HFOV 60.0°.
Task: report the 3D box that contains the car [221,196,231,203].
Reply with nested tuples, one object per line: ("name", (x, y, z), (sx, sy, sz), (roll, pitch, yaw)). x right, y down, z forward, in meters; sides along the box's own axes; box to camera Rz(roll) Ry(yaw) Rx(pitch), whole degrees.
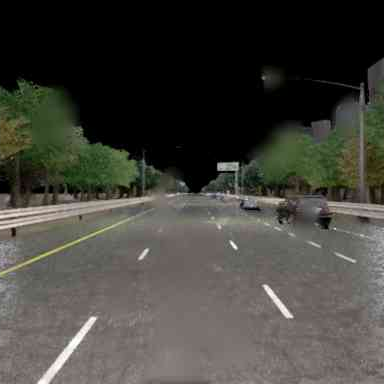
("car", (7.272, 1.599, 71.765), (2.033, 1.411, 5.357), (0, 0, 0))

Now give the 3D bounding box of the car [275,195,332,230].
("car", (7.022, 1.233, 21.500), (2.150, 2.045, 5.566), (0, 0, 0))

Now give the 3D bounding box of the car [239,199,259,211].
("car", (7.089, 1.598, 41.330), (1.994, 1.385, 4.181), (0, 0, 0))
